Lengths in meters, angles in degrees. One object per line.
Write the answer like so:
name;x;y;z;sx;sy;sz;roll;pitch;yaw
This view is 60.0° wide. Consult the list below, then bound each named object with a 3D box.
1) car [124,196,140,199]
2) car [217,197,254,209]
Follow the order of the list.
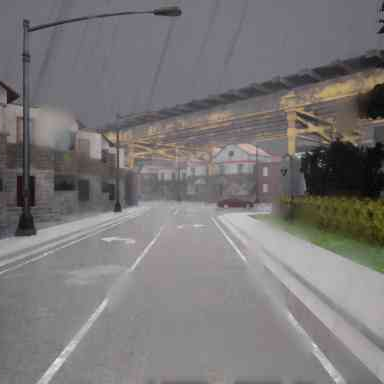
car;-16.836;1.462;91.576;4.974;1.542;2.038;0;0;-15
car;5.834;1.482;44.834;5.008;1.535;1.882;0;0;-4
